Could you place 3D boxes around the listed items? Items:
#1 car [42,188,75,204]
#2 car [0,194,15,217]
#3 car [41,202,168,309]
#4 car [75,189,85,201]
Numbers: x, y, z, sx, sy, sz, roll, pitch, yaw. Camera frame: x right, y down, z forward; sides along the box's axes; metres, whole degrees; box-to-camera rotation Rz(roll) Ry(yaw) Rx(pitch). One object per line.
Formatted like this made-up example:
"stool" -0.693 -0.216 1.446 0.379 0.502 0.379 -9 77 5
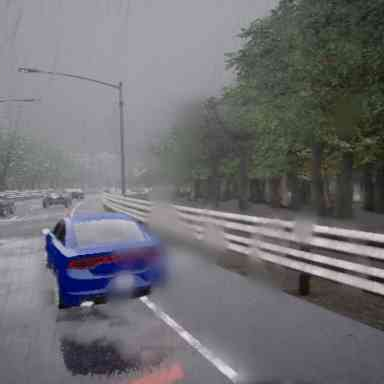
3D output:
"car" -12.520 0.479 31.085 2.097 1.767 4.553 -2 2 -14
"car" -13.661 0.914 23.080 1.837 1.490 4.892 -2 2 -19
"car" -2.198 1.208 7.492 1.882 1.535 5.008 -2 2 -27
"car" -15.287 0.301 43.231 1.882 1.535 5.008 -1 2 -8
